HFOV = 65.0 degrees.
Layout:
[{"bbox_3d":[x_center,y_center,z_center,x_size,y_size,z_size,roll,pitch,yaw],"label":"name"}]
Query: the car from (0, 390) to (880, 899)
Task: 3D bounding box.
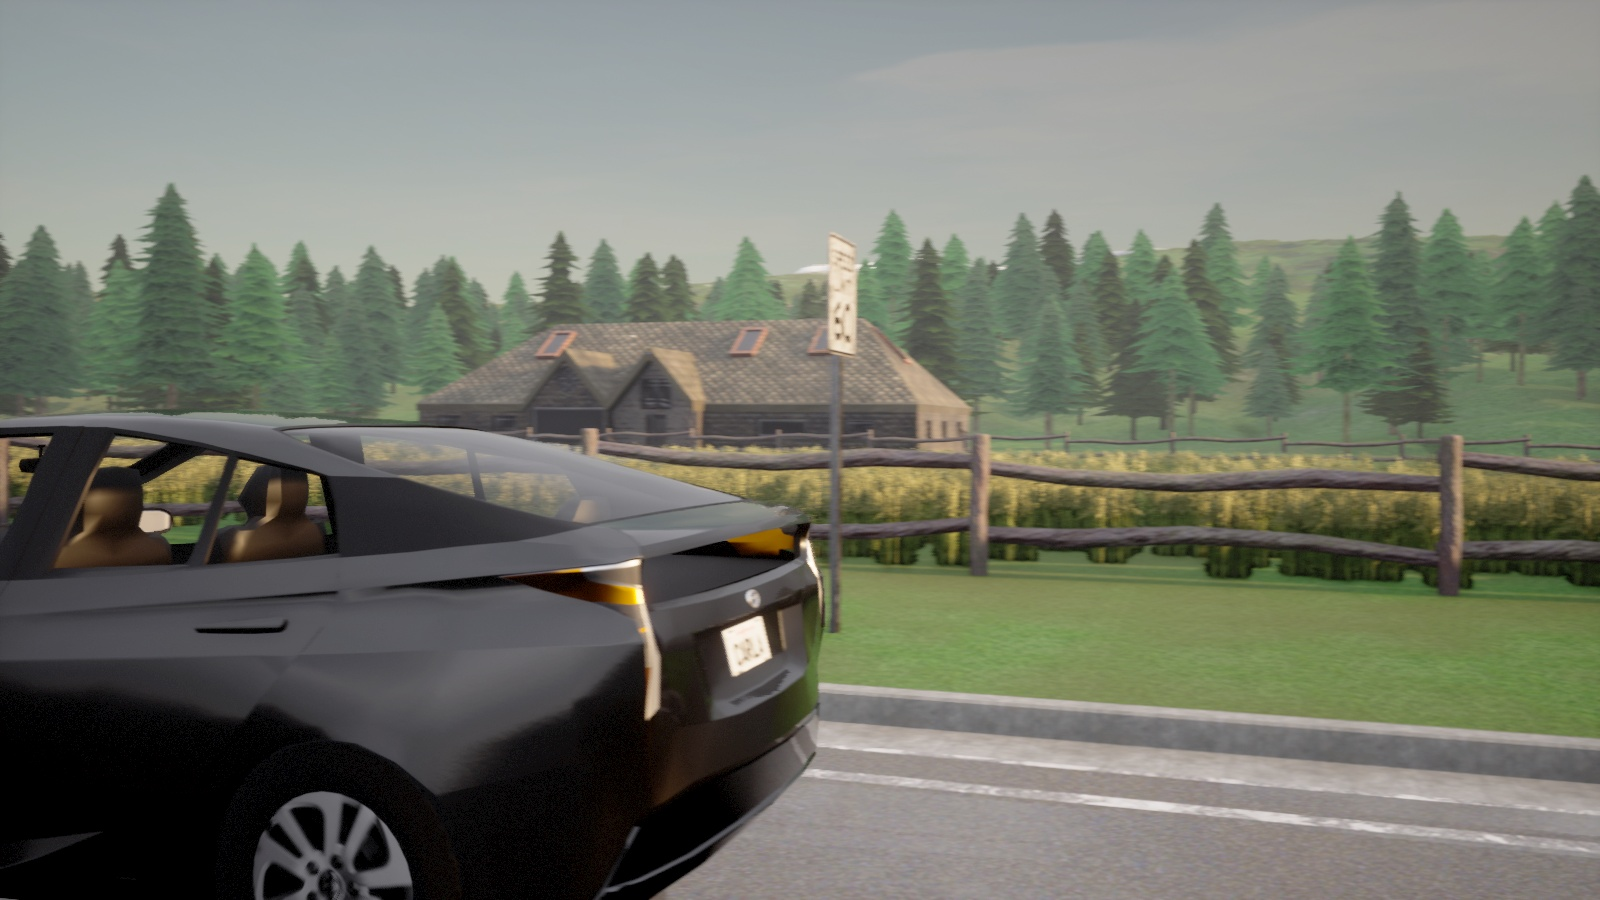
[{"bbox_3d":[-2.176,0.629,4.259,4.514,1.525,2.007,0,1,18],"label":"car"}]
